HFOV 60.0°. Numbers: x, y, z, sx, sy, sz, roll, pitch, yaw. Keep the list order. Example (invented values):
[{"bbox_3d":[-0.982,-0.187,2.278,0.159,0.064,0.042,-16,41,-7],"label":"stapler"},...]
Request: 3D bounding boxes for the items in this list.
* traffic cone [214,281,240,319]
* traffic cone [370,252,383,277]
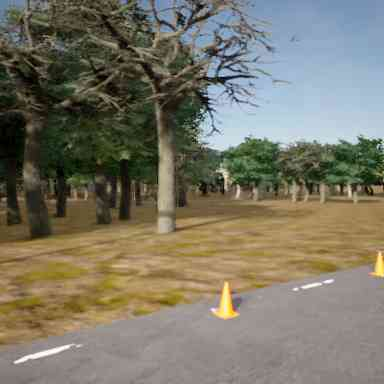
[{"bbox_3d":[0.627,1.916,6.019,0.340,0.580,0.340,0,0,-33],"label":"traffic cone"},{"bbox_3d":[4.941,1.876,8.744,0.340,0.580,0.340,-1,1,-31],"label":"traffic cone"}]
